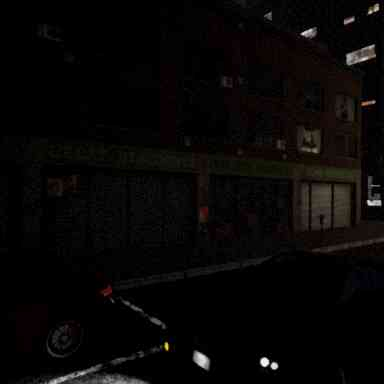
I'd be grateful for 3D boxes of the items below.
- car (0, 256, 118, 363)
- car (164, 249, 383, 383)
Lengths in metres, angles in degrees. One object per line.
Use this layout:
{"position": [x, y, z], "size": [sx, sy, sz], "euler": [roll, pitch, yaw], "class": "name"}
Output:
{"position": [-3.077, 1.582, 4.352], "size": [4.206, 1.307, 1.802], "euler": [0, 1, -36], "class": "car"}
{"position": [1.711, 1.564, 4.630], "size": [4.181, 1.385, 1.994], "euler": [0, 0, -36], "class": "car"}
